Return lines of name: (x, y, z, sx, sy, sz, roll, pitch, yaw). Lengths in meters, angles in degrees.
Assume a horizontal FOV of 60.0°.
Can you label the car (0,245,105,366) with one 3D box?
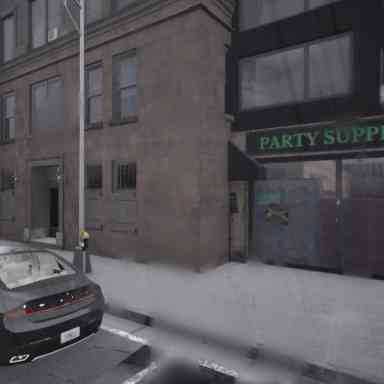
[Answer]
car: (-3.297, 1.551, 5.428, 4.403, 1.369, 2.008, 0, 0, 35)
